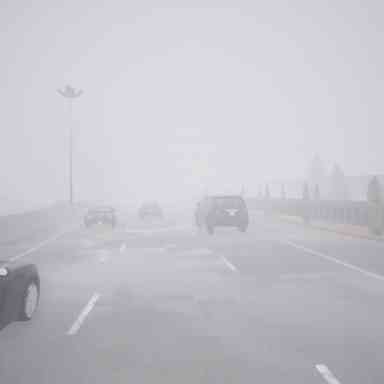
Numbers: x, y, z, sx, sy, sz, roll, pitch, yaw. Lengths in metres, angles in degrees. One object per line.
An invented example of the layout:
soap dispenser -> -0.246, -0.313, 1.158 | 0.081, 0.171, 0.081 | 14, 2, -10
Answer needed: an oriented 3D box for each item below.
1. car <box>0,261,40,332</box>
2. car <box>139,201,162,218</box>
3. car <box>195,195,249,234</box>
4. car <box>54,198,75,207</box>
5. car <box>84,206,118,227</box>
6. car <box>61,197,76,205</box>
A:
car -> -3.668, 1.486, 4.166 | 1.882, 1.535, 5.008 | 0, 0, -2
car -> -3.752, 1.532, 29.748 | 1.994, 1.385, 4.181 | 0, 0, -10
car -> 1.585, 1.174, 19.357 | 2.150, 2.045, 5.566 | 0, 0, -9
car -> -17.275, 1.587, 45.016 | 1.994, 1.385, 4.181 | 0, 0, -10
car -> -6.069, 1.593, 22.708 | 1.895, 1.301, 4.718 | 0, 0, -10
car -> -24.433, 1.846, 65.854 | 1.882, 1.535, 5.008 | 0, -3, -10
